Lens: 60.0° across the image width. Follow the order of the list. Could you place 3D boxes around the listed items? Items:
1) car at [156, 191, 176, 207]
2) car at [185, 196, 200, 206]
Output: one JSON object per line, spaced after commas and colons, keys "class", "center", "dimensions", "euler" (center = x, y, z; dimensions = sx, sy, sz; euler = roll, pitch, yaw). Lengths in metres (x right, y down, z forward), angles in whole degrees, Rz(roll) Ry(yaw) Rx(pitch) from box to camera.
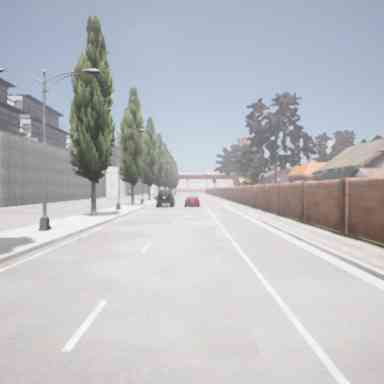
{"class": "car", "center": [-3.452, 0.850, 44.325], "dimensions": [2.150, 2.045, 5.566], "euler": [0, 1, 0]}
{"class": "car", "center": [0.053, 1.185, 44.996], "dimensions": [1.994, 1.385, 4.181], "euler": [0, 1, 0]}
